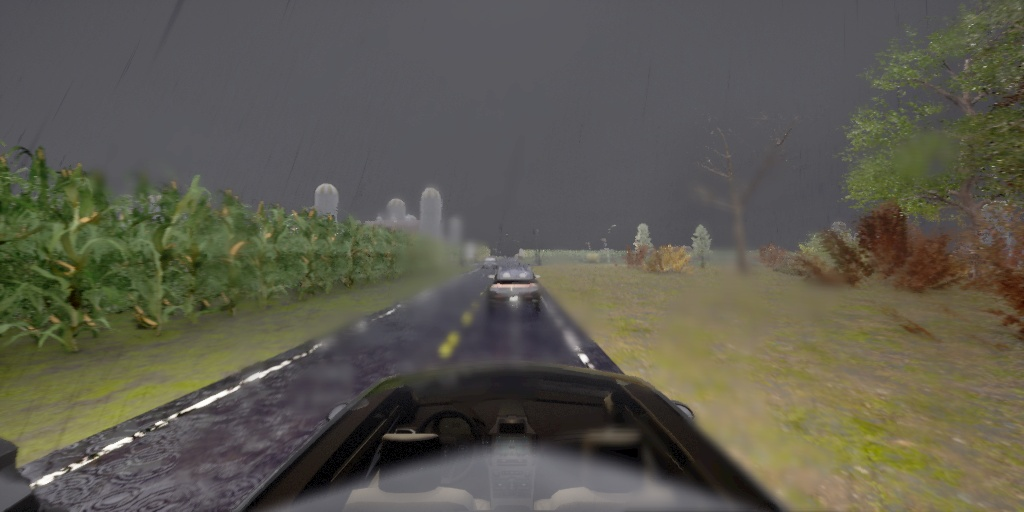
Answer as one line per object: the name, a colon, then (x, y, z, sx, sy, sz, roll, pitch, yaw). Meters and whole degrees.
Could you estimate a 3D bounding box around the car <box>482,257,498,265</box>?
car: (-2.736, 0.909, 45.731, 1.812, 1.442, 4.674, 0, 0, 0)

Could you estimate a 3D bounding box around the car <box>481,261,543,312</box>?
car: (0.103, 1.135, 13.634, 2.128, 1.511, 4.902, 0, 1, 0)
